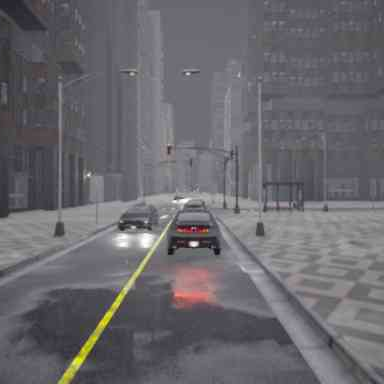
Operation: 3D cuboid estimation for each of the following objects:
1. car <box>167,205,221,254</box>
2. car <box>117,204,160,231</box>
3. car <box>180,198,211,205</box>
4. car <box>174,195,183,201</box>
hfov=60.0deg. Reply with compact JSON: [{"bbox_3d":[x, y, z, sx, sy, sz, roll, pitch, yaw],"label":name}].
[{"bbox_3d":[0.080,1.436,13.001,1.837,1.490,4.892,0,-1,0],"label":"car"},{"bbox_3d":[-3.019,1.447,19.941,2.033,1.411,5.357,0,0,1],"label":"car"},{"bbox_3d":[0.399,1.365,26.950,1.837,1.490,4.892,0,1,6],"label":"car"},{"bbox_3d":[-2.918,1.240,70.911,1.895,1.301,4.718,0,0,0],"label":"car"}]
